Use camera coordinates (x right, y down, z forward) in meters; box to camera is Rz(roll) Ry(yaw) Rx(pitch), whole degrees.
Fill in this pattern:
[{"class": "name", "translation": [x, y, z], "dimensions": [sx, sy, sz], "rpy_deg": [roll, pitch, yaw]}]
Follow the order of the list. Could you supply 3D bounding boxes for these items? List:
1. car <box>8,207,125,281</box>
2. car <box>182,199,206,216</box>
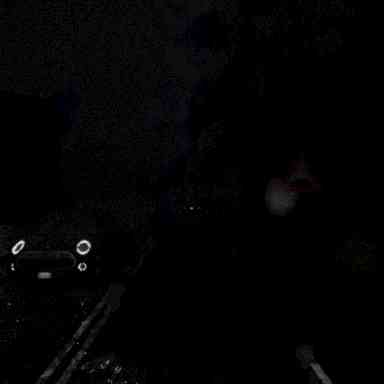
[{"class": "car", "translation": [-3.426, 1.322, 9.929], "dimensions": [2.097, 1.767, 4.553], "rpy_deg": [0, 0, 0]}, {"class": "car", "translation": [0.214, 1.351, 29.648], "dimensions": [2.033, 1.411, 5.357], "rpy_deg": [0, 1, 5]}]
